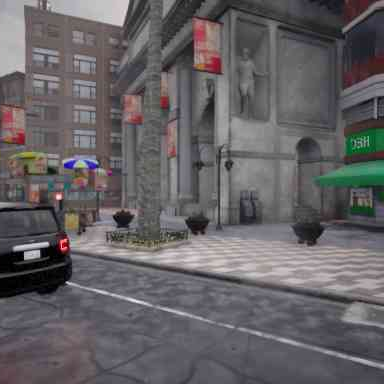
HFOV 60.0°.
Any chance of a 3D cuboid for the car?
[{"bbox_3d":[-5.042,1.221,7.538,5.566,2.045,2.150,0,0,36],"label":"car"}]
